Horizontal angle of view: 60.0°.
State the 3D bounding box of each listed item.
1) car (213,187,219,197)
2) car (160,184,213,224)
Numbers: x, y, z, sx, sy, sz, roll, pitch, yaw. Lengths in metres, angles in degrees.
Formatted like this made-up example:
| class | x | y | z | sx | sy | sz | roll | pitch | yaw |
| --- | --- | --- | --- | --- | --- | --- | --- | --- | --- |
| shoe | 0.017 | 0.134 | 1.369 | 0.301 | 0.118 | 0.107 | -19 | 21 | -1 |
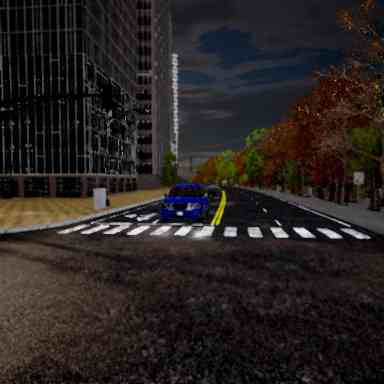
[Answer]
| class | x | y | z | sx | sy | sz | roll | pitch | yaw |
| --- | --- | --- | --- | --- | --- | --- | --- | --- | --- |
| car | 2.672 | 0.013 | 44.654 | 1.895 | 1.301 | 4.718 | 0 | 2 | 6 |
| car | -0.248 | 0.580 | 18.863 | 2.150 | 2.045 | 5.566 | 0 | 2 | 7 |
